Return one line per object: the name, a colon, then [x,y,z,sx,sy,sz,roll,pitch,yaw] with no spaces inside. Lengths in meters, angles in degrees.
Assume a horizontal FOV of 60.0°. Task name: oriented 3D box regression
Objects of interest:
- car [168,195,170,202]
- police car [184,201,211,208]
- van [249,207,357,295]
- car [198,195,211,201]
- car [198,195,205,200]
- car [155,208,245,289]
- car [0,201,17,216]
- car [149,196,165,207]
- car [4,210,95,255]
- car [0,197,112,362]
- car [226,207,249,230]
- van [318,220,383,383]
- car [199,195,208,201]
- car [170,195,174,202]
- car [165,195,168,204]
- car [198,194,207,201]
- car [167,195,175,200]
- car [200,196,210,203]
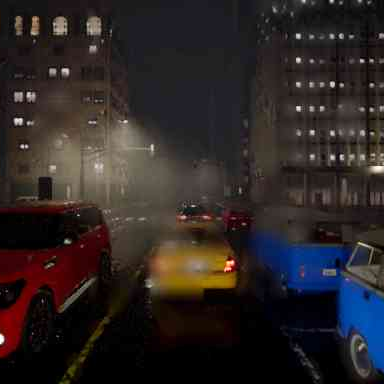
car: [-5.682,1.534,63.272,1.802,1.307,4.206,1,0,0]
police car: [0.103,1.497,19.450,2.038,1.542,4.974,0,0,0]
van: [2.703,1.339,8.371,1.690,1.788,3.998,1,0,0]
car: [2.698,1.503,63.271,2.008,1.369,4.403,1,0,0]
car: [2.697,1.433,91.699,1.752,1.417,4.829,1,0,0]
car: [0.097,1.454,9.131,1.801,1.575,5.366,0,0,0]
car: [-19.844,1.606,32.456,4.403,1.369,2.008,0,0,1]
car: [-5.682,1.550,51.968,1.802,1.307,4.206,1,0,0]
car: [-5.681,1.561,13.953,1.947,1.339,4.313,1,0,0]
car: [-3.086,1.219,6.265,2.150,2.045,5.566,0,0,0]
car: [2.700,1.537,19.525,1.887,1.381,4.507,1,0,0]
van: [2.703,1.341,2.794,1.690,1.788,3.998,1,0,0]
car: [2.697,1.477,80.225,2.008,1.369,4.403,1,0,0]
car: [-5.683,1.485,74.574,2.008,1.369,4.403,1,0,0]
car: [-5.680,1.400,57.621,1.967,1.590,4.097,1,0,0]
car: [2.698,1.358,85.878,1.967,1.590,4.097,1,0,0]
car: [-5.683,1.434,91.360,1.752,1.417,4.829,1,0,0]
car: [2.698,1.488,68.923,1.887,1.381,4.507,1,0,0]
